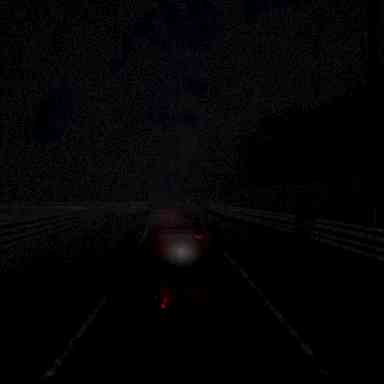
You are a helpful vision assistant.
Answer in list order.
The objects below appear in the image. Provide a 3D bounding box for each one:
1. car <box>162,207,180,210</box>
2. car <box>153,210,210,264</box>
[{"bbox_3d":[-1.584,1.856,25.480,2.033,1.411,5.357,0,-1,-6],"label":"car"},{"bbox_3d":[-0.430,1.645,12.527,2.128,1.511,4.902,0,-1,-3],"label":"car"}]
